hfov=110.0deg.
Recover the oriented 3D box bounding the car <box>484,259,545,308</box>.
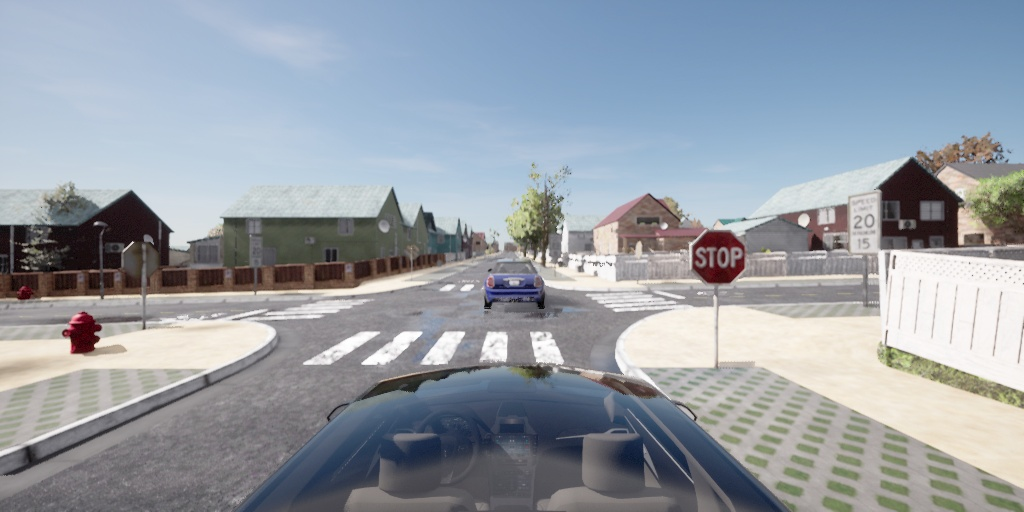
[{"bbox_3d":[0.083,0.888,14.014,2.097,1.767,4.553,0,1,0],"label":"car"}]
